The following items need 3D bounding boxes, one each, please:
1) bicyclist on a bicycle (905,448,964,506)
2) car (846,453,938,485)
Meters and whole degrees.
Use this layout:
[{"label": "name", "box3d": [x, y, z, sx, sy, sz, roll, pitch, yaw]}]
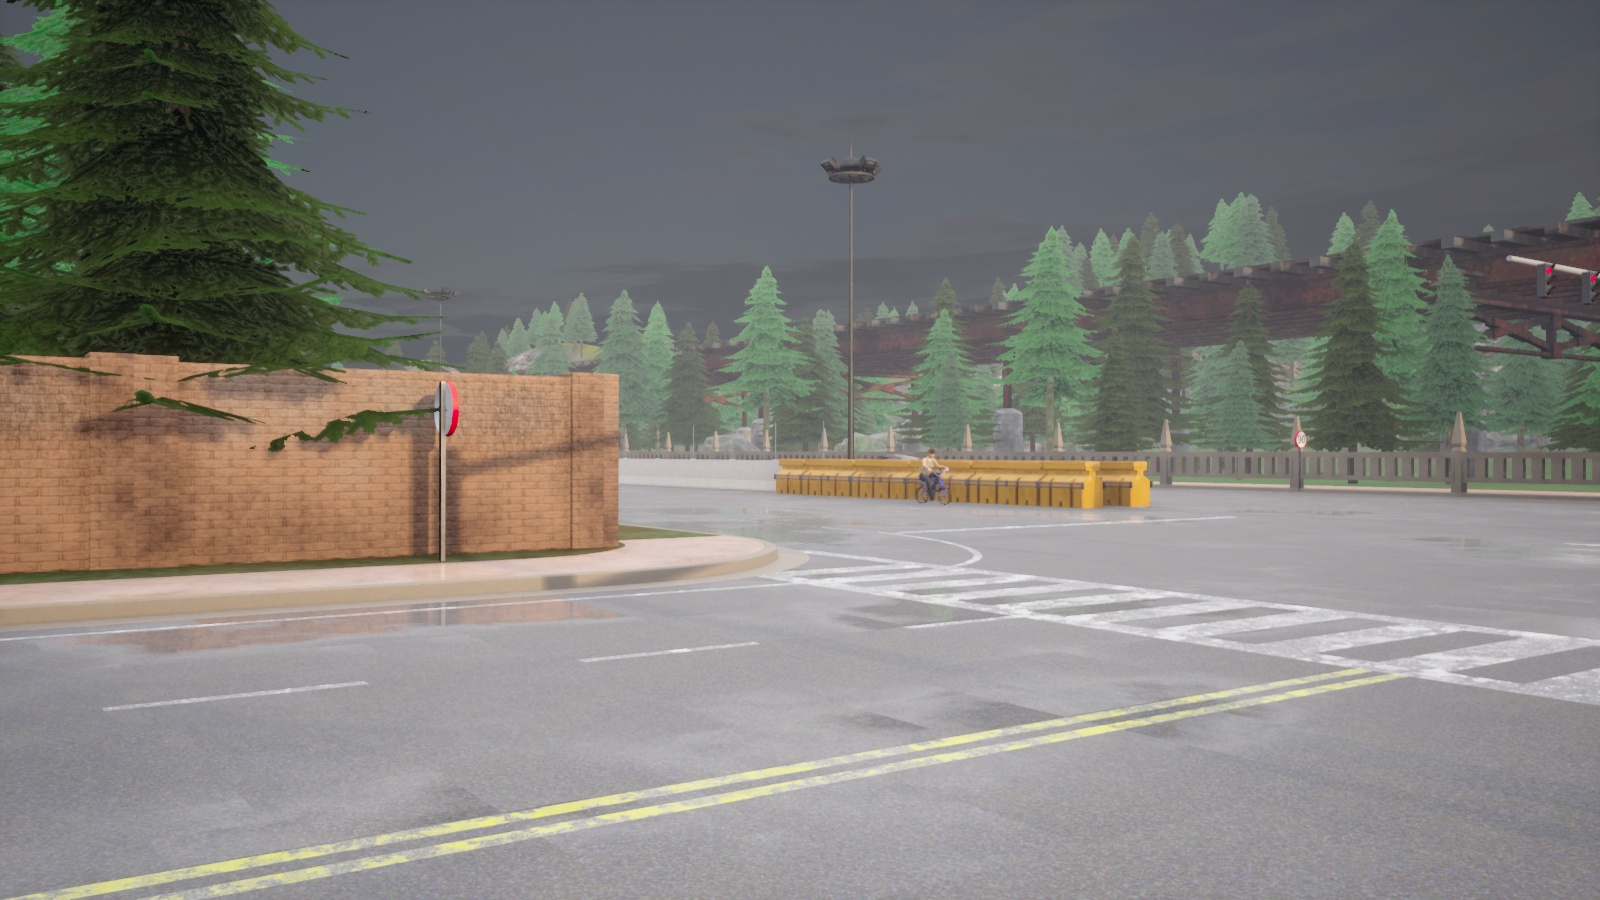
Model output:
[{"label": "bicyclist on a bicycle", "box3d": [3.800, 0.750, 35.579, 0.866, 1.612, 1.509, 0, 0, -34]}, {"label": "car", "box3d": [4.291, 0.890, 59.529, 1.812, 1.442, 4.674, 0, 0, -35]}]
